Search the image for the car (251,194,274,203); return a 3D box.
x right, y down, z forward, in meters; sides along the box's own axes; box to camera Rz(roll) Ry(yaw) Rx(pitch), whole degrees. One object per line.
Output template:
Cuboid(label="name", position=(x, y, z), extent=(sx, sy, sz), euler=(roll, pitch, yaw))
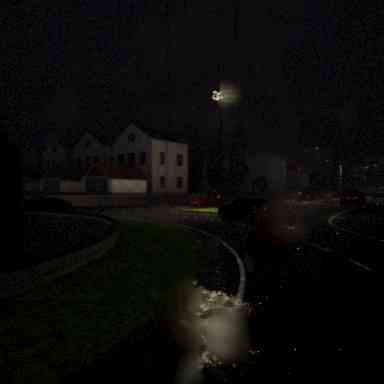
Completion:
Cuboid(label="car", position=(11.941, 1.090, 56.378), extent=(1.895, 1.301, 4.718), euler=(0, 1, 39))

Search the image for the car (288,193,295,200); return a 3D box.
Cuboid(label="car", position=(21.444, 0.908, 68.436), extent=(2.128, 1.511, 4.902), euler=(0, 1, 38))

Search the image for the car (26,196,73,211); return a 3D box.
Cuboid(label="car", position=(-13.849, 1.229, 31.733), extent=(4.674, 1.442, 1.812), euler=(0, 1, -8))

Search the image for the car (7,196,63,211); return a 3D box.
Cuboid(label="car", position=(-16.374, 1.164, 34.915), extent=(4.902, 1.511, 2.128), euler=(0, 1, -7))

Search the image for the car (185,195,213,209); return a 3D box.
Cuboid(label="car", position=(1.518, 1.166, 39.388), extent=(4.674, 1.442, 1.812), euler=(0, 1, -41))

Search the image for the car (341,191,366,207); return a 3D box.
Cuboid(label="car", position=(21.096, 0.832, 43.465), extent=(2.150, 2.045, 5.566), euler=(0, 1, 38))

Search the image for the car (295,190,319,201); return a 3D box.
Cuboid(label="car", position=(21.890, 0.926, 63.336), extent=(1.837, 1.490, 4.892), euler=(0, 3, 38))

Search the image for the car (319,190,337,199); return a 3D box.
Cuboid(label="car", position=(31.000, 0.600, 74.964), extent=(2.097, 1.767, 4.553), euler=(0, 1, 38))

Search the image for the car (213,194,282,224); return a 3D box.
Cuboid(label="car", position=(3.711, 1.143, 23.111), extent=(2.097, 1.767, 4.553), euler=(0, 1, -28))

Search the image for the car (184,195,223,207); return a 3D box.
Cuboid(label="car", position=(1.582, 1.145, 43.999), extent=(5.357, 1.411, 2.033), euler=(0, 1, -44))
